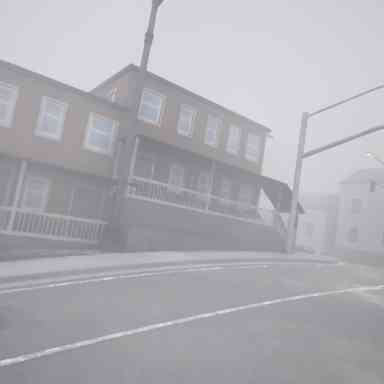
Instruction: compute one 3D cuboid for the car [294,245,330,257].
[{"bbox_3d":[9.820,5.504,29.206,2.097,1.767,4.553,13,-16,-34],"label":"car"}]
